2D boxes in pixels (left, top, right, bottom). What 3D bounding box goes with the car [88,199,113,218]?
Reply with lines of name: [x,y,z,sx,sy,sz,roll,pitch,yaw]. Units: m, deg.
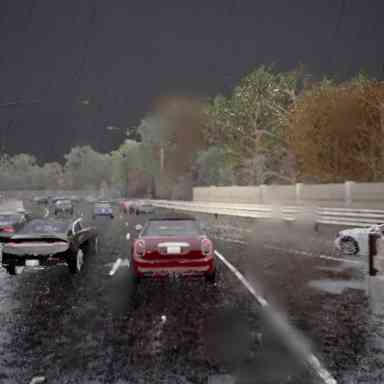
car: [-8.410,1.680,31.065,2.033,1.411,5.357,0,0,-17]

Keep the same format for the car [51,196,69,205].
car: [-26.120,1.624,65.494,1.882,1.535,5.008,0,0,-39]

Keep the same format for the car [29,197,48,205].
car: [-28.895,1.644,63.362,1.837,1.490,4.892,0,0,-39]

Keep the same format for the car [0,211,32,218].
car: [-8.390,1.621,15.818,2.033,1.411,5.357,0,0,-9]

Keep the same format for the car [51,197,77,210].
car: [-14.277,1.656,37.132,2.128,1.511,4.902,0,0,-20]

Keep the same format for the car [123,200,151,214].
car: [-5.062,1.627,33.056,2.128,1.511,4.902,0,0,-22]

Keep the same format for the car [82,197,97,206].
car: [-17.743,1.782,59.408,1.812,1.442,4.674,0,0,-31]

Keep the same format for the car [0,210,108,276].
car: [-4.198,1.537,10.574,2.128,1.511,4.902,0,0,-7]

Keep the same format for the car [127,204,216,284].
car: [-0.635,1.390,9.905,2.097,1.767,4.553,0,0,-6]

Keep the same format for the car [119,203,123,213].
car: [-7.044,1.682,37.761,1.812,1.442,4.674,0,0,-20]

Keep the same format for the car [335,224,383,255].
car: [7.235,1.592,11.196,1.812,1.442,4.674,0,0,-36]

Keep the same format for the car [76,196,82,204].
car: [-23.344,1.650,67.626,1.837,1.490,4.892,0,0,-39]
